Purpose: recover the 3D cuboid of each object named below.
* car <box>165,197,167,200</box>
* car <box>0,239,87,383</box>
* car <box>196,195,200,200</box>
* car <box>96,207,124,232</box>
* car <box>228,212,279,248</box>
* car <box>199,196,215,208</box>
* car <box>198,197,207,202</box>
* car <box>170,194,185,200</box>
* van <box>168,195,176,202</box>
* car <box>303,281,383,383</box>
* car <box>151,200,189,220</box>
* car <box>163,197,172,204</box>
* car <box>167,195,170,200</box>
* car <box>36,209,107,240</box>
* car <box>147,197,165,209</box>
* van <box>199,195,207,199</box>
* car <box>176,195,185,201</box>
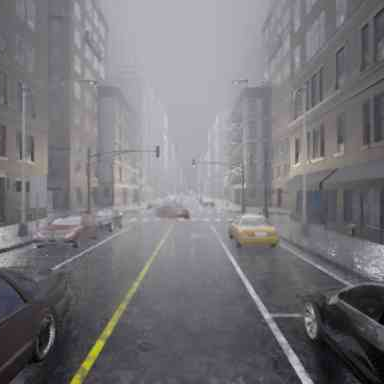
[{"bbox_3d":[-5.393,1.749,52.702,1.752,1.417,4.829,0,0,0],"label":"car"},{"bbox_3d":[-2.849,1.562,3.149,2.033,1.411,5.357,0,0,0],"label":"car"},{"bbox_3d":[2.647,1.629,74.498,2.192,1.841,5.009,0,0,0],"label":"car"},{"bbox_3d":[-5.386,1.641,20.590,2.008,1.369,4.403,0,0,0],"label":"car"},{"bbox_3d":[2.639,1.591,15.080,1.752,1.417,4.829,0,0,0],"label":"car"},{"bbox_3d":[2.641,1.775,52.873,2.008,1.369,4.403,0,0,0],"label":"car"},{"bbox_3d":[2.650,1.910,85.310,2.008,1.369,4.403,0,0,0],"label":"car"},{"bbox_3d":[-2.755,1.787,66.899,2.128,1.511,4.902,0,0,0],"label":"car"},{"bbox_3d":[-5.428,1.724,90.715,1.690,1.788,3.998,0,0,0],"label":"van"},{"bbox_3d":[2.638,1.582,3.547,1.947,1.339,4.313,0,0,0],"label":"car"},{"bbox_3d":[-1.828,1.684,29.557,1.994,1.385,4.181,0,0,-24],"label":"car"},{"bbox_3d":[-5.413,1.839,74.326,1.752,1.417,4.829,0,0,0],"label":"car"},{"bbox_3d":[-5.408,1.732,69.091,1.967,1.590,4.097,0,0,0],"label":"car"},{"bbox_3d":[-5.387,1.648,14.908,1.802,1.307,4.206,0,0,0],"label":"car"},{"bbox_3d":[-5.388,1.752,47.465,2.008,1.369,4.403,0,0,0],"label":"car"},{"bbox_3d":[2.643,1.587,58.280,1.690,1.788,3.998,0,0,0],"label":"van"},{"bbox_3d":[-2.749,1.502,82.293,2.033,1.411,5.357,0,0,0],"label":"car"}]
